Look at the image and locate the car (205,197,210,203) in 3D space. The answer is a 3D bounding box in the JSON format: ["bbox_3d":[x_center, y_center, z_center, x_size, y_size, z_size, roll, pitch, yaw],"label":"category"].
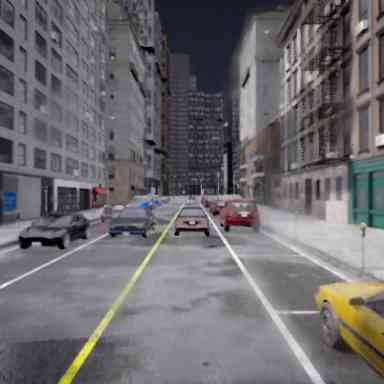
[{"bbox_3d":[2.785,1.588,36.925,1.802,1.307,4.206,1,0,0],"label":"car"}]

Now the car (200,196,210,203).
[{"bbox_3d":[2.800,1.534,70.581,1.887,1.381,4.507,1,0,0],"label":"car"}]

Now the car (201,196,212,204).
[{"bbox_3d":[2.797,1.575,64.972,1.802,1.307,4.206,1,0,0],"label":"car"}]

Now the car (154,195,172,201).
[{"bbox_3d":[-7.715,1.564,88.408,4.181,1.385,1.994,-1,-1,21],"label":"car"}]

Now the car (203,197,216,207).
[{"bbox_3d":[2.793,1.544,53.753,1.887,1.381,4.507,1,0,0],"label":"car"}]

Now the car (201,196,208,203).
[{"bbox_3d":[2.790,1.568,48.143,1.947,1.339,4.313,1,0,0],"label":"car"}]

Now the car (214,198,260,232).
[{"bbox_3d":[2.782,1.322,20.097,2.192,1.841,5.009,1,0,0],"label":"car"}]

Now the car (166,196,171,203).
[{"bbox_3d":[-5.728,1.530,64.976,2.008,1.369,4.403,1,0,0],"label":"car"}]

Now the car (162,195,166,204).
[{"bbox_3d":[-5.733,1.536,53.758,2.008,1.369,4.403,1,0,0],"label":"car"}]

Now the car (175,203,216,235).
[{"bbox_3d":[0.007,1.550,18.751,2.033,1.411,5.357,0,0,0],"label":"car"}]

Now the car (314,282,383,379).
[{"bbox_3d":[2.772,1.531,3.439,1.752,1.417,4.829,1,0,0],"label":"car"}]

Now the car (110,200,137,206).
[{"bbox_3d":[-5.745,1.575,25.710,1.802,1.307,4.206,1,0,0],"label":"car"}]

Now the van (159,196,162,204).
[{"bbox_3d":[-5.732,1.329,48.148,1.690,1.788,3.998,1,0,0],"label":"van"}]

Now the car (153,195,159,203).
[{"bbox_3d":[-5.736,1.431,42.539,1.967,1.590,4.097,1,0,0],"label":"car"}]

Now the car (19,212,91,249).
[{"bbox_3d":[-5.749,1.558,14.492,1.947,1.339,4.313,1,0,0],"label":"car"}]

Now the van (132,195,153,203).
[{"bbox_3d":[-5.737,1.333,36.930,1.690,1.788,3.998,1,0,0],"label":"van"}]

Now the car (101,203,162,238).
[{"bbox_3d":[-3.022,1.545,17.965,2.033,1.411,5.357,0,0,0],"label":"car"}]

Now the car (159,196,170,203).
[{"bbox_3d":[-5.726,1.520,70.585,1.887,1.381,4.507,1,0,0],"label":"car"}]

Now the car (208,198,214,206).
[{"bbox_3d":[2.783,1.551,31.315,1.887,1.381,4.507,1,0,0],"label":"car"}]

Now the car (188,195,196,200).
[{"bbox_3d":[0.070,1.497,89.000,1.812,1.442,4.674,0,0,0],"label":"car"}]
